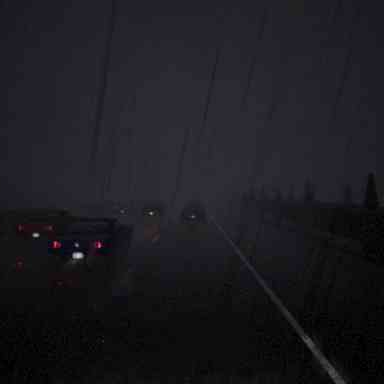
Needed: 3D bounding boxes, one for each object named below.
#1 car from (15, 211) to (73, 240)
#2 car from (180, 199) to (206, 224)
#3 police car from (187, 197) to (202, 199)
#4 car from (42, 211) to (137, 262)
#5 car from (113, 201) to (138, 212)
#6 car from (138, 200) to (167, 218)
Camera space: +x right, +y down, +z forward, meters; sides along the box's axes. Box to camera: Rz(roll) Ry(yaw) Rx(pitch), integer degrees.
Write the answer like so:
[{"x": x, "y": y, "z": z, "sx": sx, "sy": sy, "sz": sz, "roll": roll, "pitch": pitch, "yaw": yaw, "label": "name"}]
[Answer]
[{"x": -6.903, "y": 1.608, "z": 16.927, "sx": 1.895, "sy": 1.301, "sz": 4.718, "roll": 0, "pitch": 0, "yaw": 0, "label": "car"}, {"x": 0.094, "y": 1.536, "z": 25.052, "sx": 1.812, "sy": 1.442, "sz": 4.674, "roll": 0, "pitch": 0, "yaw": 0, "label": "car"}, {"x": 0.322, "y": 1.442, "z": 43.075, "sx": 1.930, "sy": 1.638, "sz": 5.238, "roll": 0, "pitch": 0, "yaw": 1, "label": "police car"}, {"x": -3.403, "y": 1.606, "z": 12.162, "sx": 1.895, "sy": 1.301, "sz": 4.718, "roll": 0, "pitch": 0, "yaw": 0, "label": "car"}, {"x": -6.842, "y": 1.615, "z": 35.156, "sx": 1.895, "sy": 1.301, "sz": 4.718, "roll": 0, "pitch": 0, "yaw": 1, "label": "car"}, {"x": -3.386, "y": 1.517, "z": 30.260, "sx": 1.837, "sy": 1.490, "sz": 4.892, "roll": 0, "pitch": 0, "yaw": 0, "label": "car"}]
